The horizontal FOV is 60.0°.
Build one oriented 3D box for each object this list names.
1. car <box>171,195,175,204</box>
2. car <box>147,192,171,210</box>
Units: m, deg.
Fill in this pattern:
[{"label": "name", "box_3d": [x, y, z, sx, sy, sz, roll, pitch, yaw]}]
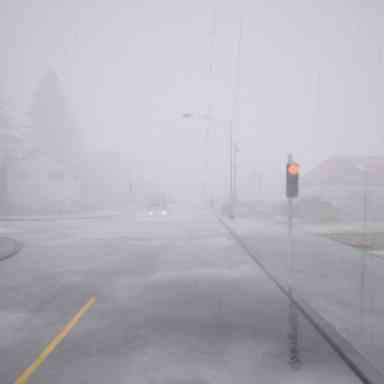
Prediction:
[{"label": "car", "box_3d": [-4.040, 1.197, 57.461, 1.882, 1.535, 5.008, 0, 0, 0]}, {"label": "car", "box_3d": [-4.078, 1.026, 40.083, 2.150, 2.045, 5.566, 0, 0, 0]}]
